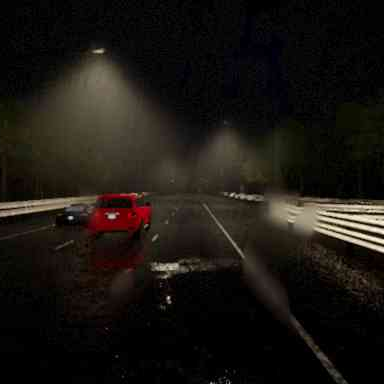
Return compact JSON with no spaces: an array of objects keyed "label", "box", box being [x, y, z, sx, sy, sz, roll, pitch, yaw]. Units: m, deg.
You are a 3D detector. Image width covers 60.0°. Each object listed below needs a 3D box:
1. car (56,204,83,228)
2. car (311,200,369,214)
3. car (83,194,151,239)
[{"label":"car","box":[-6.890,1.428,20.913,1.994,1.385,4.181,0,0,0]},{"label":"car","box":[11.157,1.329,25.578,2.163,1.488,4.792,0,0,-22]},{"label":"car","box":[-3.394,1.121,16.792,2.150,2.045,5.566,0,1,0]}]
